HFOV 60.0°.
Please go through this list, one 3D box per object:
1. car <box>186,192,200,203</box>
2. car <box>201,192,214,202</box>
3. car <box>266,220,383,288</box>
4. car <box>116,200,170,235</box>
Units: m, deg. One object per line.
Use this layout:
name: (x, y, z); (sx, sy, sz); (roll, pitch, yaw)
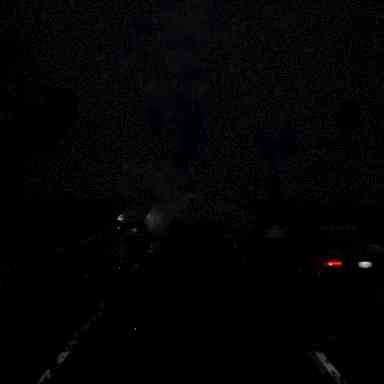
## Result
car: (-0.009, 1.177, 63.162); (1.882, 1.535, 5.008); (0, 0, 0)
car: (3.491, 1.166, 68.324); (2.128, 1.511, 4.902); (0, 0, 0)
car: (3.499, 1.502, 9.231); (2.033, 1.411, 5.357); (0, 0, 0)
car: (-2.578, 1.263, 18.340); (2.097, 1.767, 4.553); (0, 0, 6)
